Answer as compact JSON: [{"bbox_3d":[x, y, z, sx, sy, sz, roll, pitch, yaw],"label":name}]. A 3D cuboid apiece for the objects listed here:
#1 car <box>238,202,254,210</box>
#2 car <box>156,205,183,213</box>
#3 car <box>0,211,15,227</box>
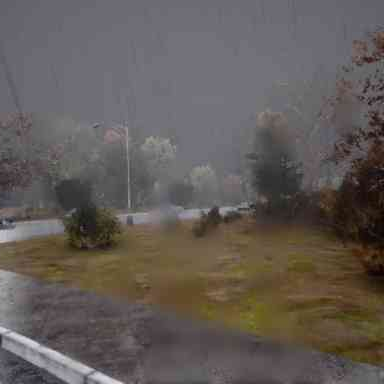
[{"bbox_3d":[8.659,2.204,51.466,1.994,1.385,4.181,-3,-2,32],"label":"car"},{"bbox_3d":[-3.480,2.648,52.190,1.895,1.301,4.718,-3,-2,33],"label":"car"},{"bbox_3d":[-18.217,2.424,29.238,2.128,1.511,4.902,-3,-2,33],"label":"car"}]
